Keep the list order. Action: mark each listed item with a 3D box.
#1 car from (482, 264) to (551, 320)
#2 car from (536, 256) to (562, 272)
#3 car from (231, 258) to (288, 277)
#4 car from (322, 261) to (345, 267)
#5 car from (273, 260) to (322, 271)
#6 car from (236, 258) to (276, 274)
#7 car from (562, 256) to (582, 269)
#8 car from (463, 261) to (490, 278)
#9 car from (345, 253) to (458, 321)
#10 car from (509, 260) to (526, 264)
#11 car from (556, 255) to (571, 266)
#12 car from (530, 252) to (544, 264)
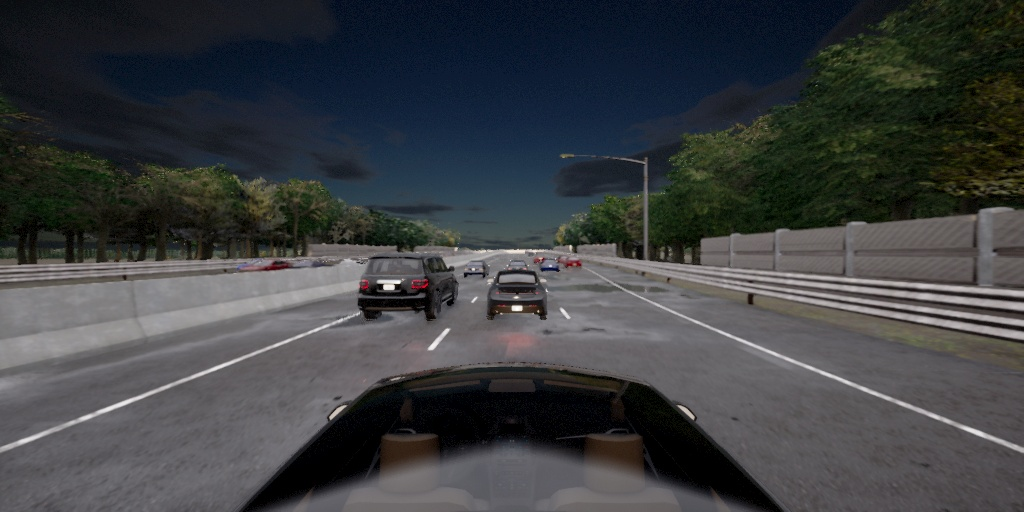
[{"bbox_3d":[0.171,1.213,12.554,1.837,1.490,4.892,0,0,1],"label":"car"},{"bbox_3d":[4.100,0.991,39.880,1.994,1.385,4.181,0,1,1],"label":"car"},{"bbox_3d":[-23.435,1.006,33.602,1.882,1.535,5.008,0,1,-2],"label":"car"},{"bbox_3d":[-13.727,1.086,30.379,1.812,1.442,4.674,0,1,1],"label":"car"},{"bbox_3d":[-17.230,1.109,30.447,2.033,1.411,5.357,0,1,1],"label":"car"},{"bbox_3d":[-20.726,1.040,30.520,1.882,1.535,5.008,0,1,1],"label":"car"},{"bbox_3d":[7.608,0.820,45.102,1.882,1.535,5.008,0,1,3],"label":"car"},{"bbox_3d":[-3.012,1.094,31.030,2.033,1.411,5.357,0,1,1],"label":"car"},{"bbox_3d":[-3.334,0.930,12.474,2.150,2.045,5.566,0,0,1],"label":"car"},{"bbox_3d":[0.497,1.088,31.361,2.033,1.411,5.357,0,1,1],"label":"car"},{"bbox_3d":[7.978,0.671,55.575,1.812,1.442,4.674,0,1,1],"label":"car"},{"bbox_3d":[4.567,0.423,59.302,2.097,1.767,4.553,0,1,1],"label":"car"}]
